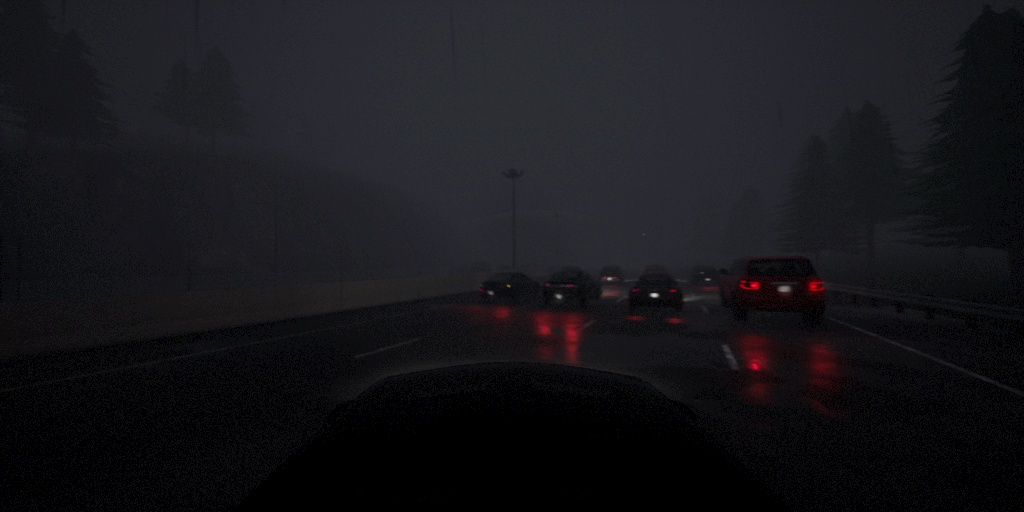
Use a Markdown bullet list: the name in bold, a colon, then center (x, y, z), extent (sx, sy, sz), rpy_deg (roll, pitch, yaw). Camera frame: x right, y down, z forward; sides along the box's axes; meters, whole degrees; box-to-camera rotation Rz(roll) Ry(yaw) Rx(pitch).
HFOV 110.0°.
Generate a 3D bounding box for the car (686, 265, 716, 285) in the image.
- **car**: center (15.182, 1.467, 28.599), extent (1.837, 1.490, 4.892), rpy_deg (-1, -1, 20)

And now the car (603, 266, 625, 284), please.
- **car**: center (8.638, 1.582, 31.078), extent (1.837, 1.490, 4.892), rpy_deg (-1, -1, 20)

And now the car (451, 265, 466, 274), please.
- **car**: center (-8.582, 2.200, 59.946), extent (2.128, 1.511, 4.902), rpy_deg (-1, -1, 14)

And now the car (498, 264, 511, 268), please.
- **car**: center (-1.373, 2.113, 60.052), extent (2.128, 1.511, 4.902), rpy_deg (-1, -1, 13)

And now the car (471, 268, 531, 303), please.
- **car**: center (-0.022, 1.523, 18.610), extent (1.812, 1.442, 4.674), rpy_deg (-1, -1, 24)

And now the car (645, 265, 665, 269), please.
- **car**: center (12.303, 1.507, 30.938), extent (1.882, 1.535, 5.008), rpy_deg (-1, 0, 20)

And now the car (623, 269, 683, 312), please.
- **car**: center (6.091, 1.438, 15.147), extent (1.994, 1.385, 4.181), rpy_deg (-1, -1, 24)

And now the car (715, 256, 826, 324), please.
- **car**: center (8.725, 1.025, 12.475), extent (2.150, 2.045, 5.566), rpy_deg (-1, -1, 24)

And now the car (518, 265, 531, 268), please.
- **car**: center (1.978, 2.167, 58.990), extent (1.895, 1.301, 4.718), rpy_deg (-1, -1, 13)

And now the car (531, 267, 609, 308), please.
- **car**: center (2.857, 1.424, 16.485), extent (2.128, 1.511, 4.902), rpy_deg (-1, -1, 24)

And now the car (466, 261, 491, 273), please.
- **car**: center (-5.169, 1.876, 59.175), extent (2.150, 2.045, 5.566), rpy_deg (-1, -1, 13)
